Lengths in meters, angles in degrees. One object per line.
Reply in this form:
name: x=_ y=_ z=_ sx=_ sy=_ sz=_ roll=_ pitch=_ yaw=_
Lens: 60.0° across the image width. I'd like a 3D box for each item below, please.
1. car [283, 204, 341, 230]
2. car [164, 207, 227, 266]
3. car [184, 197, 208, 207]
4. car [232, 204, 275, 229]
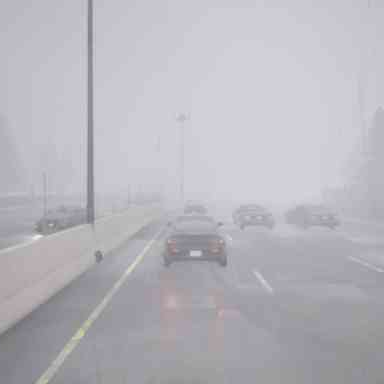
car: x=7.112 y=1.418 z=20.229 sx=2.033 sy=1.411 sz=5.357 roll=0 pitch=0 yaw=0
car: x=0.087 y=1.454 z=11.104 sx=1.812 sy=1.442 sz=4.674 roll=0 pitch=0 yaw=0
car: x=0.291 y=1.354 z=26.670 sx=1.812 sy=1.442 sz=4.674 roll=0 pitch=0 yaw=3
car: x=3.615 y=1.417 z=20.309 sx=2.033 sy=1.411 sz=5.357 roll=0 pitch=0 yaw=0
